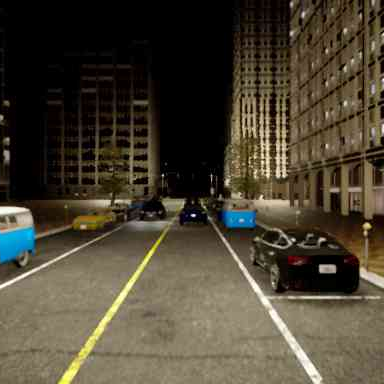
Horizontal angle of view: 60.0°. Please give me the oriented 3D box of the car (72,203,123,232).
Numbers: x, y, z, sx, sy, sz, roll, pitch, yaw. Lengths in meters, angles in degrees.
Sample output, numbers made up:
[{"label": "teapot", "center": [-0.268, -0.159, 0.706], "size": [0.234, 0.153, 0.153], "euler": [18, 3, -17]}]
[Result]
[{"label": "car", "center": [-5.690, 1.505, 19.840], "size": [1.752, 1.417, 4.829], "euler": [0, 0, 0]}]

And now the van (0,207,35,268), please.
[{"label": "van", "center": [-5.689, 1.334, 8.672], "size": [1.690, 1.788, 3.998], "euler": [0, 0, 0]}]

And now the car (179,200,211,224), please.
[{"label": "car", "center": [0.099, 1.538, 24.372], "size": [1.994, 1.385, 4.181], "euler": [0, 0, 0]}]

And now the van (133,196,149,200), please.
[{"label": "van", "center": [-5.691, 1.295, 37.015], "size": [1.690, 1.788, 3.998], "euler": [0, 0, 0]}]

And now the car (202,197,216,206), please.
[{"label": "car", "center": [2.689, 1.469, 54.023], "size": [2.008, 1.369, 4.403], "euler": [0, 0, 0]}]

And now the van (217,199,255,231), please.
[{"label": "van", "center": [2.691, 1.321, 20.010], "size": [1.690, 1.788, 3.998], "euler": [0, 0, 0]}]

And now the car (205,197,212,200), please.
[{"label": "car", "center": [2.690, 1.479, 37.187], "size": [1.752, 1.417, 4.829], "euler": [0, 0, 0]}]

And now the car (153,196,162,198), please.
[{"label": "car", "center": [-5.691, 1.358, 54.021], "size": [1.967, 1.590, 4.097], "euler": [0, 0, 0]}]

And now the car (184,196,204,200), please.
[{"label": "car", "center": [0.098, 1.296, 42.313], "size": [2.097, 1.767, 4.553], "euler": [0, 0, 0]}]

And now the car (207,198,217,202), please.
[{"label": "car", "center": [2.690, 1.529, 31.348], "size": [1.947, 1.339, 4.313], "euler": [0, 0, 0]}]

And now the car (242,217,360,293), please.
[{"label": "car", "center": [2.691, 1.559, 8.673], "size": [1.947, 1.339, 4.313], "euler": [0, 0, 0]}]

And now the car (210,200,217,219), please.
[{"label": "car", "center": [2.690, 1.538, 25.679], "size": [1.947, 1.339, 4.313], "euler": [0, 0, 0]}]

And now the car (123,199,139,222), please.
[{"label": "car", "center": [-5.691, 1.523, 25.678], "size": [2.008, 1.369, 4.403], "euler": [0, 0, 0]}]

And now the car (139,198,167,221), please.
[{"label": "car", "center": [-3.101, 1.495, 27.386], "size": [1.812, 1.442, 4.674], "euler": [0, 0, 0]}]

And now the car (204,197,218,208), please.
[{"label": "car", "center": [2.689, 1.456, 48.525], "size": [1.752, 1.417, 4.829], "euler": [0, 0, 0]}]
